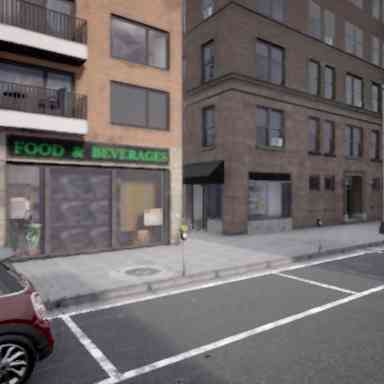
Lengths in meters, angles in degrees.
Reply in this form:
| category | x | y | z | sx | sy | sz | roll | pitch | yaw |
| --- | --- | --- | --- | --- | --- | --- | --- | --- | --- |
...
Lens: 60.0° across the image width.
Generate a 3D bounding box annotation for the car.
| category | x | y | z | sx | sy | sz | roll | pitch | yaw |
| --- | --- | --- | --- | --- | --- | --- | --- | --- | --- |
| car | -3.773 | 1.441 | 3.496 | 4.097 | 1.590 | 1.967 | 0 | 0 | -35 |
